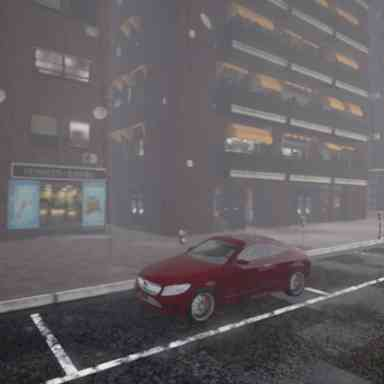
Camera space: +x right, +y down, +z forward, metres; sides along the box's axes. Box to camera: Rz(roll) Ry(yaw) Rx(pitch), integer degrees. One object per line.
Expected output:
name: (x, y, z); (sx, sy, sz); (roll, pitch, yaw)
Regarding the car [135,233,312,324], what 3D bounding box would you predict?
car: (0.860, 1.588, 7.116); (4.206, 1.307, 1.802); (0, 1, -35)
